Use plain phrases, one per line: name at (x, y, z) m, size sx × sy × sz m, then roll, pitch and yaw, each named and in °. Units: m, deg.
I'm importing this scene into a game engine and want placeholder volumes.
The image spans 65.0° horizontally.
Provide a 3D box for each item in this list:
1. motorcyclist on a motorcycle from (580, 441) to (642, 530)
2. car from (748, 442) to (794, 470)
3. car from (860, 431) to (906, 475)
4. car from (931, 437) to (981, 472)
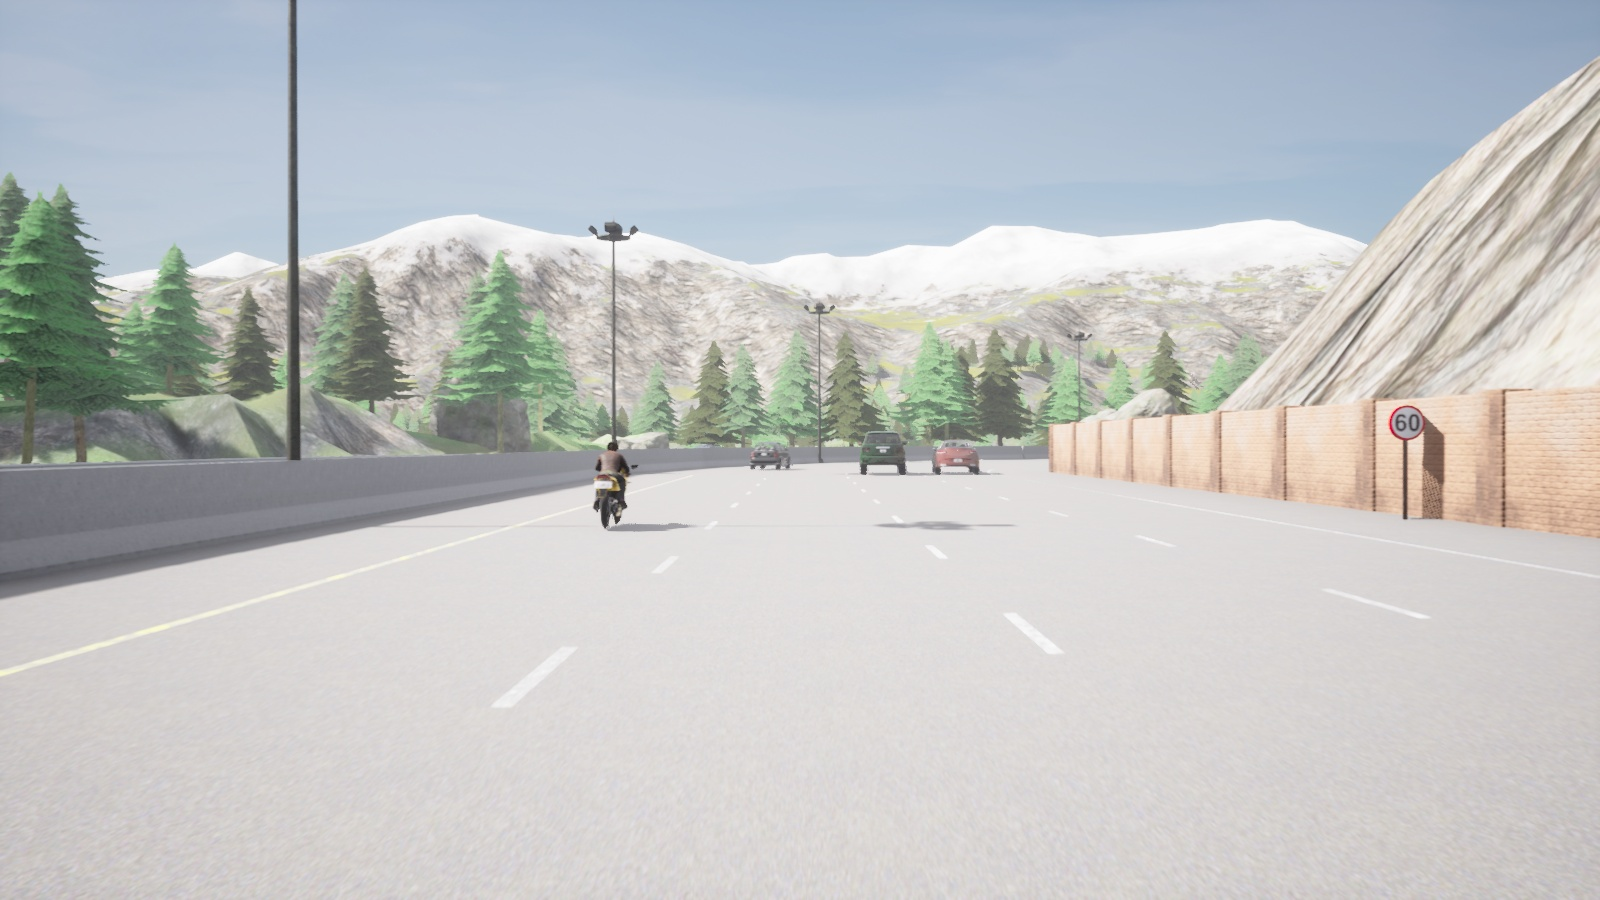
motorcyclist on a motorcycle at (-3.360, 0.599, 22.486) m, size 0.797 × 1.523 × 2.044 m, roll 0°, pitch 0°, yaw 0°
car at (-1.596, 0.325, 70.716) m, size 1.789 × 1.549 × 3.705 m, roll 0°, pitch 0°, yaw 12°
car at (4.040, 0.124, 61.186) m, size 2.150 × 2.045 × 5.566 m, roll 0°, pitch 0°, yaw 4°
car at (7.596, 0.184, 61.500) m, size 2.152 × 1.651 × 5.027 m, roll 0°, pitch 0°, yaw 4°
